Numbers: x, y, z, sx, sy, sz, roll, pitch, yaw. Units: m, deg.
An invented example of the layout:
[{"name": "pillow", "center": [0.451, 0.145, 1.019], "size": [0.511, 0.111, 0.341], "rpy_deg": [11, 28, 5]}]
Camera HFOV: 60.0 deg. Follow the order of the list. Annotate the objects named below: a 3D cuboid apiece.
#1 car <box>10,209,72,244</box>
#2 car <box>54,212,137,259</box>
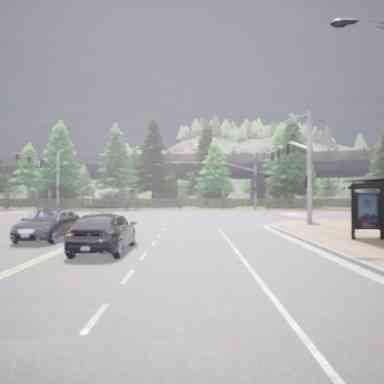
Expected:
[{"name": "car", "center": [-6.999, 1.591, 16.385], "size": [2.128, 1.511, 4.902], "rpy_deg": [0, 0, 0]}, {"name": "car", "center": [-3.404, 1.585, 13.046], "size": [1.837, 1.490, 4.892], "rpy_deg": [0, 0, 0]}]
